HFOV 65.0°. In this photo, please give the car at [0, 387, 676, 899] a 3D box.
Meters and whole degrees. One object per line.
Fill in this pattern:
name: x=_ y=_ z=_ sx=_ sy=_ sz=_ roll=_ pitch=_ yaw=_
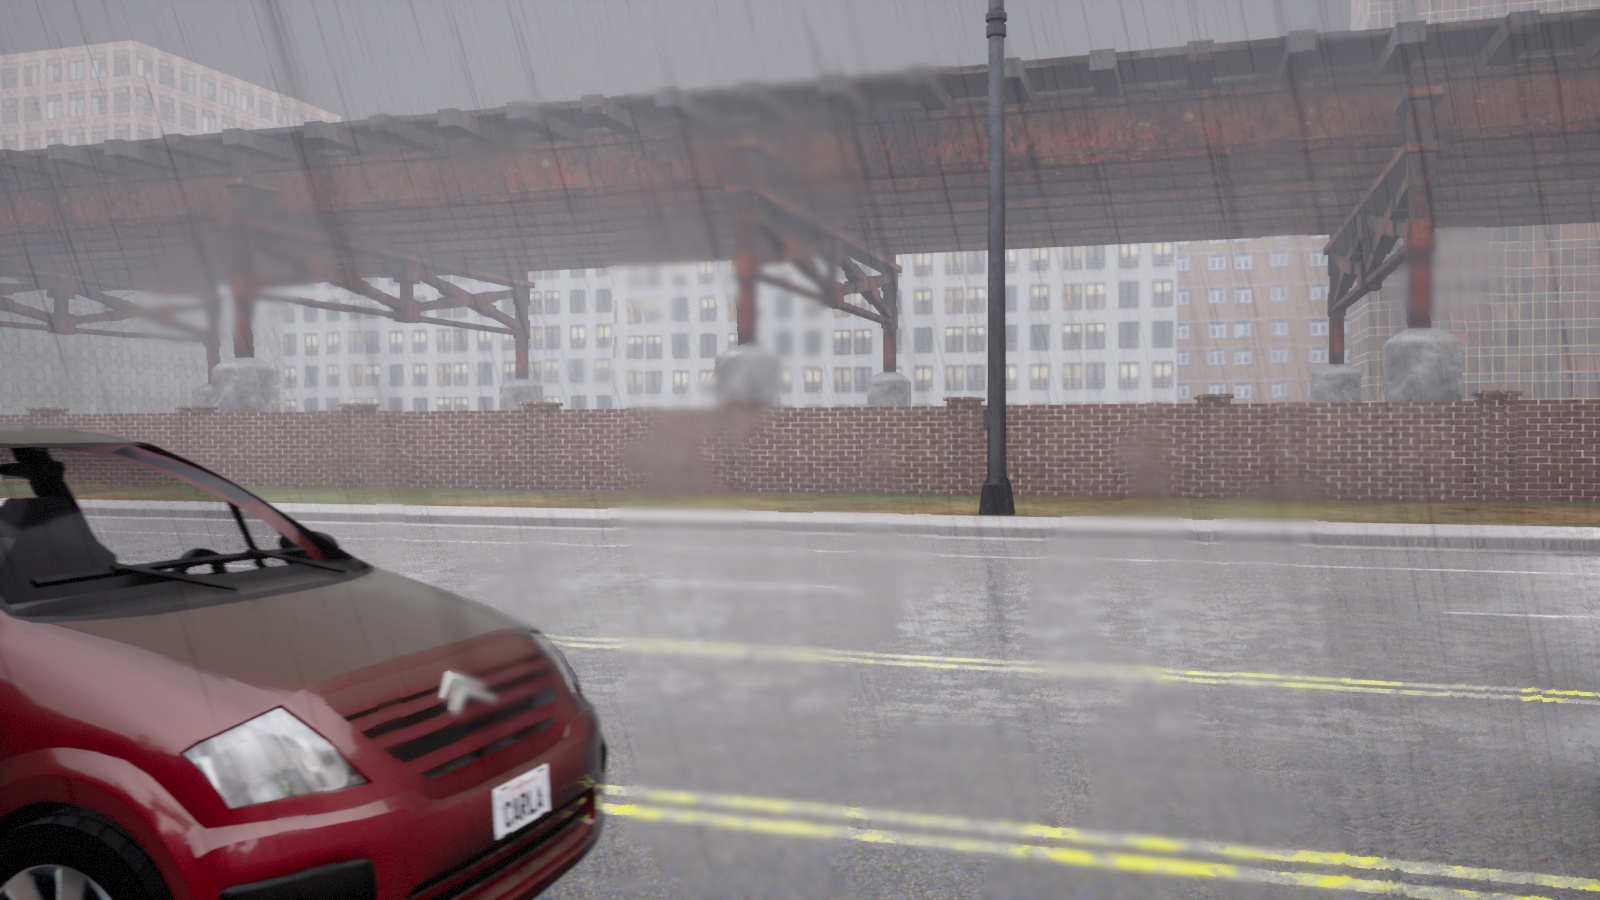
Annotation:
car: x=-2.613 y=0.650 z=4.069 sx=3.988 sy=1.617 sz=1.851 roll=1 pitch=1 yaw=19
